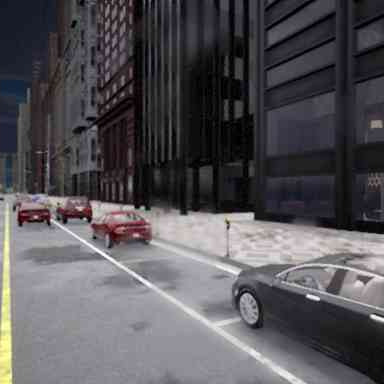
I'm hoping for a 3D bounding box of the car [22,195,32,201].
[{"bbox_3d":[-41.421,1.414,83.538,1.947,1.339,4.313,0,0,-29],"label":"car"}]

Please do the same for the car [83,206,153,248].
[{"bbox_3d":[-3.191,1.507,14.510,1.887,1.381,4.507,0,0,-29],"label":"car"}]

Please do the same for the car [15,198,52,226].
[{"bbox_3d":[-11.010,1.422,23.072,1.882,1.535,5.008,0,0,-29],"label":"car"}]

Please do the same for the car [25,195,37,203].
[{"bbox_3d":[-33.229,1.420,68.746,2.008,1.369,4.403,0,0,-29],"label":"car"}]

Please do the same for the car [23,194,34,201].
[{"bbox_3d":[-38.690,1.295,78.607,1.967,1.590,4.097,0,0,-29],"label":"car"}]

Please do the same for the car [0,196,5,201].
[{"bbox_3d":[-43.372,1.466,75.172,1.895,1.301,4.718,0,0,-29],"label":"car"}]

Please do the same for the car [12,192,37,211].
[{"bbox_3d":[-19.826,1.271,39.019,2.097,1.767,4.553,0,1,-29],"label":"car"}]

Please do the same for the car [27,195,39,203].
[{"bbox_3d":[-30.581,1.401,63.964,1.752,1.417,4.829,0,0,-29],"label":"car"}]

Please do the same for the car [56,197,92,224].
[{"bbox_3d":[-8.653,1.255,24.370,2.192,1.841,5.009,0,0,-29],"label":"car"}]

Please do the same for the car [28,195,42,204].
[{"bbox_3d":[-27.768,1.323,58.885,1.967,1.590,4.097,0,0,-29],"label":"car"}]

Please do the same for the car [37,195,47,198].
[{"bbox_3d":[-19.658,1.430,44.242,1.752,1.417,4.829,0,0,-29],"label":"car"}]

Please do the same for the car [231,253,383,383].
[{"bbox_3d":[2.270,1.537,4.649,2.008,1.369,4.403,0,0,-29],"label":"car"}]
